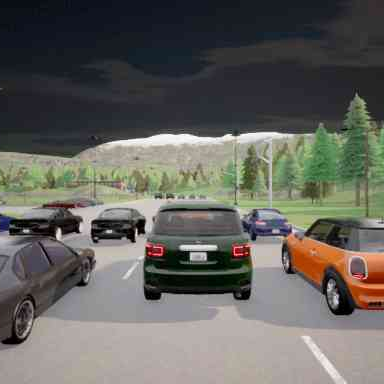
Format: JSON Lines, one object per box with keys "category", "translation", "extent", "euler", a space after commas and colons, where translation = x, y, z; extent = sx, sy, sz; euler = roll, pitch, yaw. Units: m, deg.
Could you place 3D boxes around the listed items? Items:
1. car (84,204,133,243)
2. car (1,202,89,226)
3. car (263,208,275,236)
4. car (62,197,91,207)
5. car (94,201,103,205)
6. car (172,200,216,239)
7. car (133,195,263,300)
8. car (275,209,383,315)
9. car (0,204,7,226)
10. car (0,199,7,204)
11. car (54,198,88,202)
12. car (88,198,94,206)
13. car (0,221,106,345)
{"category": "car", "translation": [-3.391, 1.478, 16.132], "extent": [1.882, 1.535, 5.008], "euler": [0, 0, 0]}
{"category": "car", "translation": [-6.890, 1.478, 16.303], "extent": [1.882, 1.535, 5.008], "euler": [0, 0, 0]}
{"category": "car", "translation": [3.612, 1.526, 16.603], "extent": [1.812, 1.442, 4.674], "euler": [0, 0, 0]}
{"category": "car", "translation": [-17.987, 1.565, 51.953], "extent": [4.181, 1.385, 1.994], "euler": [0, 0, -18]}
{"category": "car", "translation": [-15.819, 1.548, 48.884], "extent": [5.357, 1.411, 2.033], "euler": [0, 0, -23]}
{"category": "car", "translation": [0.111, 1.352, 18.024], "extent": [2.097, 1.767, 4.553], "euler": [0, 0, 0]}
{"category": "car", "translation": [0.108, 1.221, 8.502], "extent": [2.150, 2.045, 5.566], "euler": [0, 0, 0]}
{"category": "car", "translation": [3.601, 1.352, 7.703], "extent": [2.097, 1.767, 4.553], "euler": [0, 0, 0]}
{"category": "car", "translation": [-10.390, 1.526, 16.334], "extent": [1.812, 1.442, 4.674], "euler": [0, 0, 0]}
{"category": "car", "translation": [-30.861, 1.352, 50.769], "extent": [4.553, 1.767, 2.097], "euler": [0, 0, 0]}
{"category": "car", "translation": [-15.859, 1.601, 41.457], "extent": [4.718, 1.301, 1.895], "euler": [0, 0, -15]}
{"category": "car", "translation": [-15.826, 1.564, 45.269], "extent": [4.181, 1.385, 1.994], "euler": [0, 0, -17]}
{"category": "car", "translation": [-3.399, 1.547, 6.305], "extent": [2.033, 1.411, 5.357], "euler": [0, 0, 0]}
